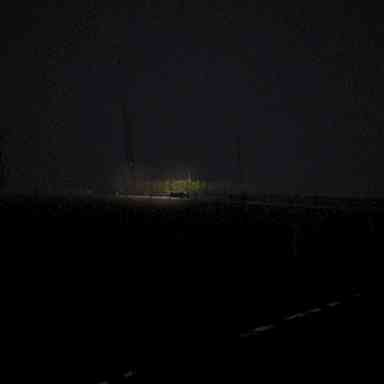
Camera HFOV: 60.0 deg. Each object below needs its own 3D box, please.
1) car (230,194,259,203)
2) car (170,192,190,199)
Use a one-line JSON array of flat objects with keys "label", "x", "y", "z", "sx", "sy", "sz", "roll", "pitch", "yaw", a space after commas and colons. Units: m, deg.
[{"label": "car", "x": 7.946, "y": 0.909, "z": 50.701, "sx": 1.895, "sy": 1.301, "sz": 4.718, "roll": 0, "pitch": 1, "yaw": -35}, {"label": "car", "x": -2.316, "y": 0.645, "z": 65.235, "sx": 1.895, "sy": 1.301, "sz": 4.718, "roll": 0, "pitch": 1, "yaw": -35}]
